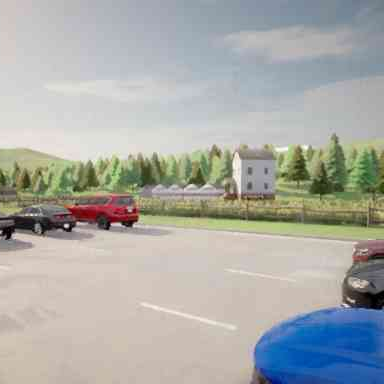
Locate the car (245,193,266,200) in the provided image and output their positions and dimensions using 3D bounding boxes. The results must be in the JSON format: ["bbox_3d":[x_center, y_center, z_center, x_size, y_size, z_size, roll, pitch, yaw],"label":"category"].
[{"bbox_3d":[13.903,1.150,72.857,4.605,1.855,1.932,0,0,35],"label":"car"}]

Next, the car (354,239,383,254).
[{"bbox_3d":[4.863,1.495,4.831,4.902,1.511,2.128,0,0,35],"label":"car"}]

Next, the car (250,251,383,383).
[{"bbox_3d":[2.796,1.480,2.005,5.008,1.535,1.882,0,0,35],"label":"car"}]

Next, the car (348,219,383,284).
[{"bbox_3d":[6.452,1.527,7.989,4.674,1.442,1.812,0,0,35],"label":"car"}]

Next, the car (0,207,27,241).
[{"bbox_3d":[-9.974,1.457,15.136,4.902,1.511,2.128,0,0,35],"label":"car"}]

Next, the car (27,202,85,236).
[{"bbox_3d":[-8.371,1.469,18.281,4.892,1.490,1.837,0,0,35],"label":"car"}]

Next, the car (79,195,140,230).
[{"bbox_3d":[-5.766,1.184,20.734,5.566,2.045,2.150,-1,0,35],"label":"car"}]
